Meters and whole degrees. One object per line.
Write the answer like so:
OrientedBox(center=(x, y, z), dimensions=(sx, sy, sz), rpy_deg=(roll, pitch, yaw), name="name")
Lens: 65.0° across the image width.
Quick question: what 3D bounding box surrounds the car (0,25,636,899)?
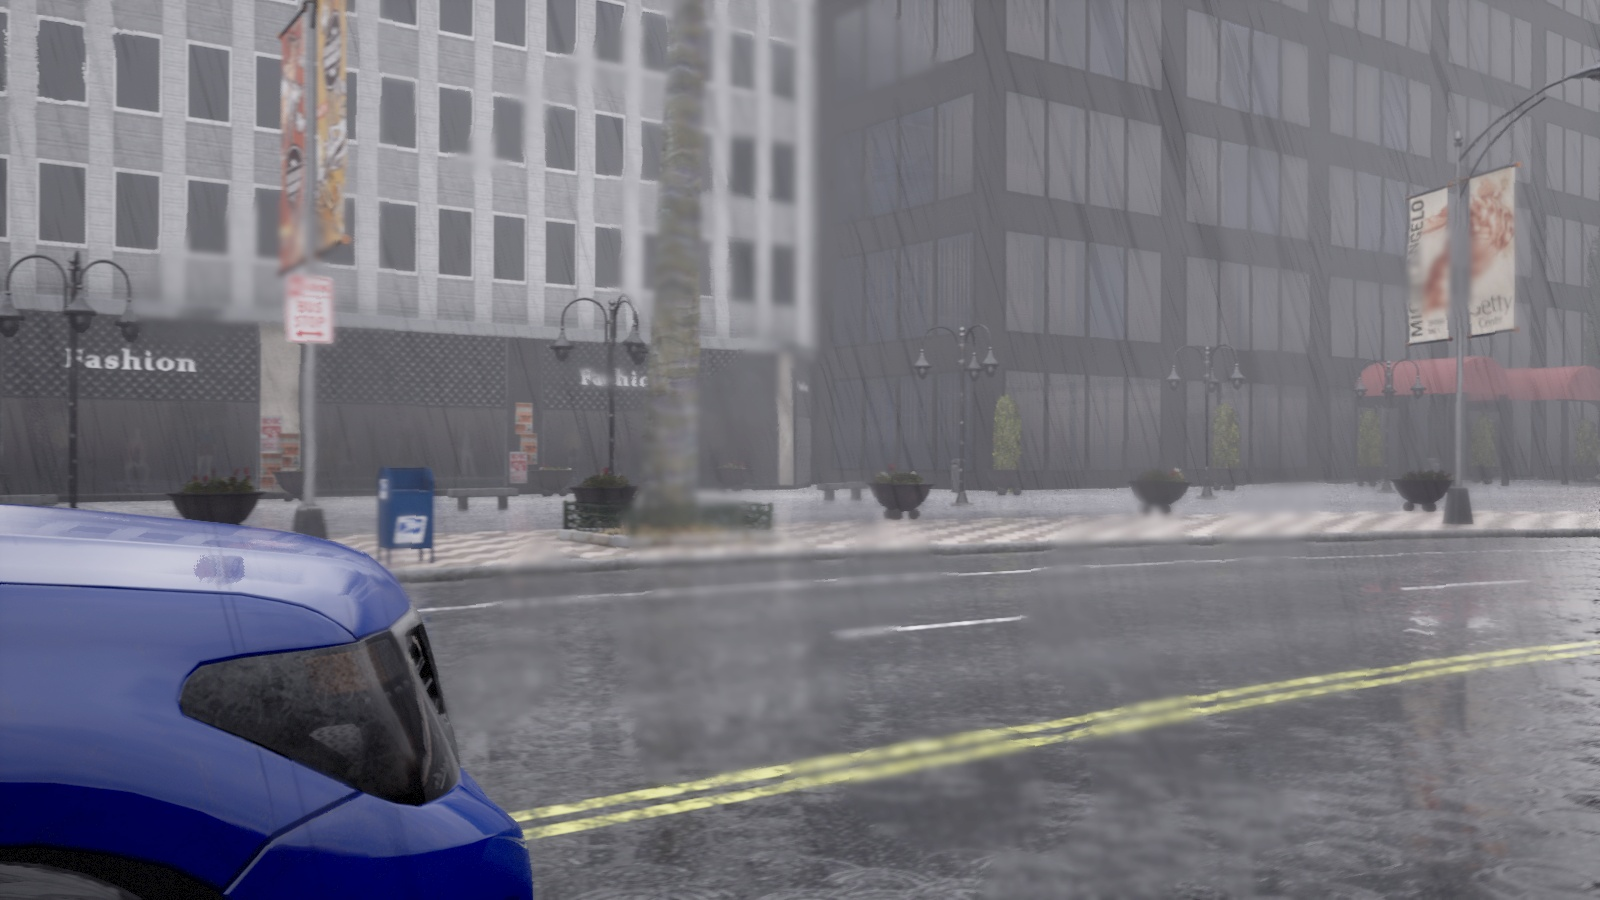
OrientedBox(center=(-3.181, 0.474, 1.446), dimensions=(5.566, 2.045, 2.150), rpy_deg=(0, 0, -35), name="car")
